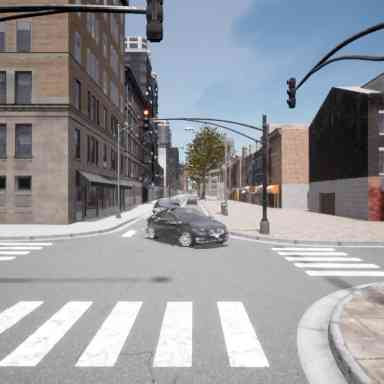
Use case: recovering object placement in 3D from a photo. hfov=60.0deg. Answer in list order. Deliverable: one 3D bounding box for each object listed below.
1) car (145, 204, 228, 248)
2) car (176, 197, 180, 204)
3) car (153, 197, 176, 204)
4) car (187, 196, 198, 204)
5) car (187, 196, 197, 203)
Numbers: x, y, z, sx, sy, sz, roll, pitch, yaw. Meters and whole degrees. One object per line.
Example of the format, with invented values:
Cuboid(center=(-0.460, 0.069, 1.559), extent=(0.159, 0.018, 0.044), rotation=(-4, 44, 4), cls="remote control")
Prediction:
Cuboid(center=(-0.412, 1.502, 15.086), extent=(1.837, 1.490, 4.892), rotation=(-3, 1, -35), cls="car")
Cuboid(center=(-2.883, 1.524, 52.146), extent=(2.033, 1.411, 5.357), rotation=(0, 0, 0), cls="car")
Cuboid(center=(-2.889, 1.507, 33.015), extent=(1.812, 1.442, 4.674), rotation=(0, 0, 0), cls="car")
Cuboid(center=(0.028, 1.524, 58.962), extent=(2.033, 1.411, 5.357), rotation=(0, 0, 1), cls="car")
Cuboid(center=(0.021, 1.542, 69.244), extent=(1.994, 1.385, 4.181), rotation=(0, 0, 0), cls="car")
